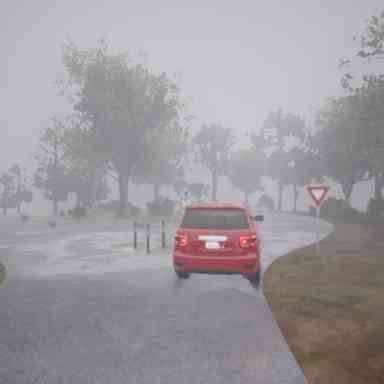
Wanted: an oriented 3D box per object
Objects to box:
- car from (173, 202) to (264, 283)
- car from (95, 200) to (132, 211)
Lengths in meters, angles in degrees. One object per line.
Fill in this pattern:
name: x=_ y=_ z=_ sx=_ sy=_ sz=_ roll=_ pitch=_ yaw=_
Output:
car: x=0.984 y=1.297 z=10.174 sx=2.150 sy=2.045 sz=5.566 roll=0 pitch=0 yaw=11
car: x=-10.710 y=1.796 z=44.972 sx=5.008 sy=1.535 sz=1.882 roll=0 pitch=-1 yaw=-18
